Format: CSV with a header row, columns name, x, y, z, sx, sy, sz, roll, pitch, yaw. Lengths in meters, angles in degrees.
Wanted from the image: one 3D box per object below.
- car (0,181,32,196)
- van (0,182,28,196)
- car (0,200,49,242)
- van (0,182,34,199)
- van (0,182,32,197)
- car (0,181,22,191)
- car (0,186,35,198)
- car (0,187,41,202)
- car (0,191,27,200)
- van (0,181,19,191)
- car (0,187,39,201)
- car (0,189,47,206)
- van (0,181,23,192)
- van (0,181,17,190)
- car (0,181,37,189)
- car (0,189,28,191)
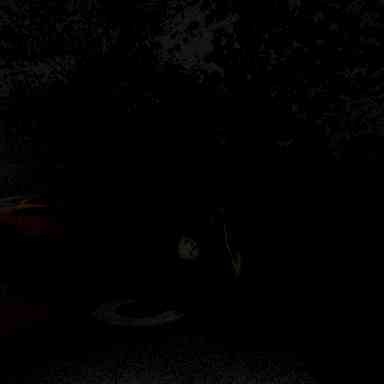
name,x,y,z,sx,sy,sz,roll,pitch,yaw
car,-27.791,-0.558,50.986,5.566,2.045,2.435,1,1,-30
van,-26.474,-0.442,48.551,4.442,1.987,1.878,1,1,-30
car,-6.928,1.301,15.252,5.008,1.535,2.097,1,2,-30
van,-22.273,-0.162,41.367,4.442,1.987,1.878,1,2,-31
van,-24.877,-0.346,46.277,4.442,1.987,1.878,1,1,-30
car,-39.015,-1.301,70.226,5.566,2.045,2.435,1,1,-30
car,-23.585,-0.030,43.834,5.008,1.535,2.097,1,1,-30
car,-19.448,0.293,36.788,4.792,1.488,2.163,1,2,-30
car,-8.287,1.060,17.658,4.553,1.767,2.185,1,2,-30
van,-40.285,-1.365,72.692,4.442,1.987,1.878,1,1,-30
car,-20.777,0.193,39.066,4.792,1.488,2.163,1,1,-30
car,-16.646,0.521,31.869,4.792,1.488,2.163,1,2,-30
van,-34.705,-0.996,63.126,4.442,1.987,1.878,1,1,-30
van,-43.281,-1.554,77.364,4.442,1.987,1.878,1,1,-30
car,-15.193,0.358,29.500,5.566,2.045,2.435,1,2,-30
car,-12.599,0.835,24.618,5.366,1.575,1.946,1,2,-30
